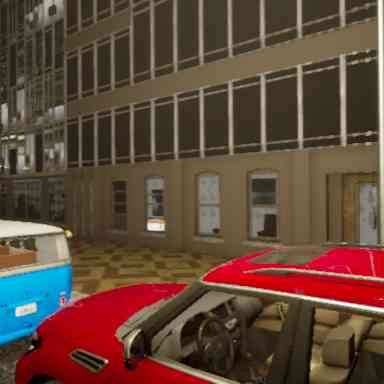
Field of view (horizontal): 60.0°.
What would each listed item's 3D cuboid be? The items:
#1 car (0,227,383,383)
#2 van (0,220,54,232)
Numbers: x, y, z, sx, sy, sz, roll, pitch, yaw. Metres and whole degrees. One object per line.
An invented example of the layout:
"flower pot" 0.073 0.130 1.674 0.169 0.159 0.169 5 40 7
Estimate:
"car" 0.864 1.315 2.271 5.009 1.841 2.192 0 -1 35
"van" -3.729 1.343 5.547 3.998 1.788 1.690 0 -1 35
